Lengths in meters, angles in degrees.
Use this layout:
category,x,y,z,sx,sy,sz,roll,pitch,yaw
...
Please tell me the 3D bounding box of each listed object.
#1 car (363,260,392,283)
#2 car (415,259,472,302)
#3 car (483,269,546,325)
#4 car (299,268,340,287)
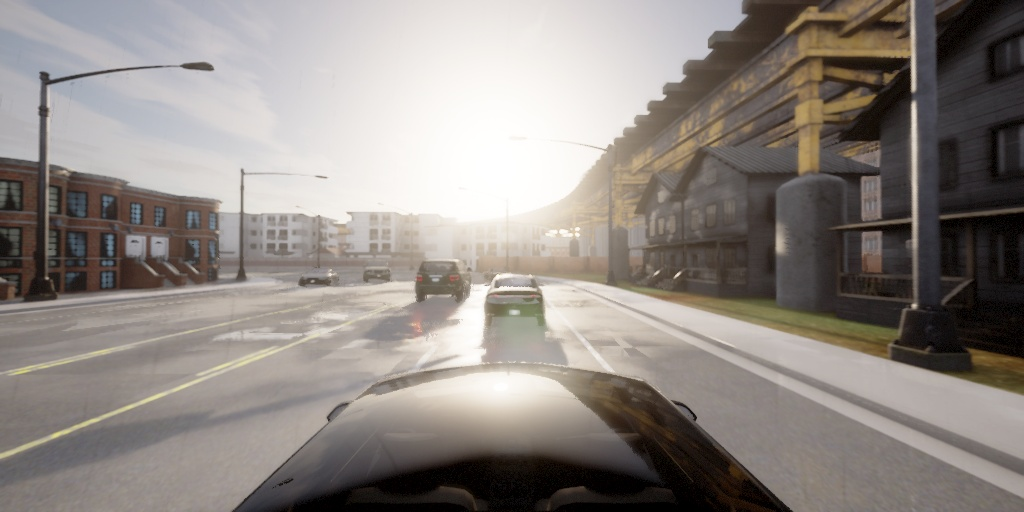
category,x,y,z,sx,sy,sz,roll,pitch,yaw
car,-12.517,1.364,33.270,2.150,2.045,5.566,1,-1,-23
car,-3.412,1.184,18.651,2.150,2.045,5.566,0,-1,0
car,0.084,1.374,12.340,2.128,1.511,4.902,0,-1,0
car,-14.719,1.637,27.685,1.994,1.385,4.181,0,-1,-12
